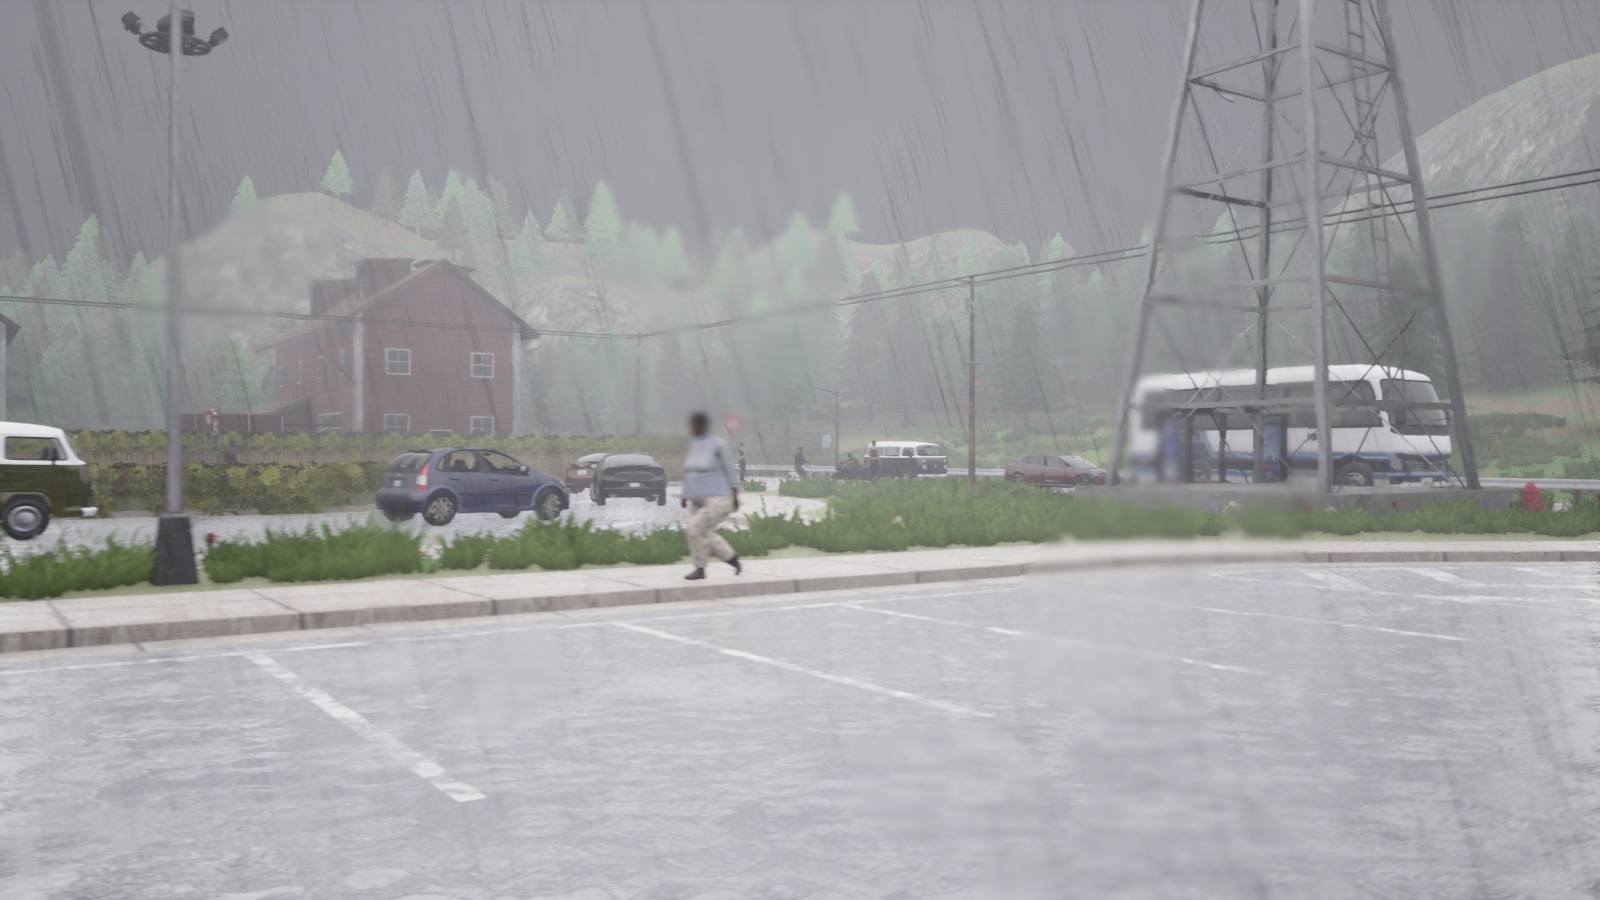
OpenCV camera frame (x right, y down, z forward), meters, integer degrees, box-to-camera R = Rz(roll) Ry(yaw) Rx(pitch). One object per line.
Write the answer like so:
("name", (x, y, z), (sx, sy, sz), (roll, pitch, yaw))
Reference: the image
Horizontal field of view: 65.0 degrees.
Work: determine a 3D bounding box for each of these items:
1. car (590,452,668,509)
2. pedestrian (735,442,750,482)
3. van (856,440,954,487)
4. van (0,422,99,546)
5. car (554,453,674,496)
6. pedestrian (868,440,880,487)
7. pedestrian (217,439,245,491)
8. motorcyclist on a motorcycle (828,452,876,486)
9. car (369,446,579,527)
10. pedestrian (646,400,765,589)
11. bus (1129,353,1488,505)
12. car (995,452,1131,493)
("car", (-5.038, 0.823, 36.501), (1.882, 1.535, 5.008), (0, 0, -12))
("pedestrian", (-2.660, 0.548, 58.083), (0.345, 1.836, 0.594), (0, 0, 40))
("van", (4.732, 0.598, 57.113), (2.069, 2.038, 4.480), (0, 0, -34))
("van", (-14.374, 0.539, 20.934), (4.480, 2.038, 2.069), (2, -1, -34))
("car", (-6.769, 0.872, 46.335), (2.163, 1.488, 4.792), (0, 0, 24))
("pedestrian", (2.907, 0.515, 49.523), (0.345, 1.836, 0.594), (0, 0, 16))
("pedestrian", (-20.922, 0.558, 46.159), (0.849, 1.883, 0.563), (0, 0, -33))
("motorcyclist on a motorcycle", (2.336, 0.861, 56.672), (2.044, 1.523, 0.797), (0, 0, -12))
("car", (-6.907, 0.724, 26.882), (1.851, 1.617, 3.988), (0, 0, 42))
("pedestrian", (-0.978, 0.434, 12.924), (0.900, 1.855, 0.874), (0, 0, -35))
("bus", (15.916, -0.566, 40.422), (3.944, 4.253, 10.273), (0, 0, -34))
("car", (10.185, 0.843, 48.855), (2.163, 1.488, 4.792), (0, 0, -44))
